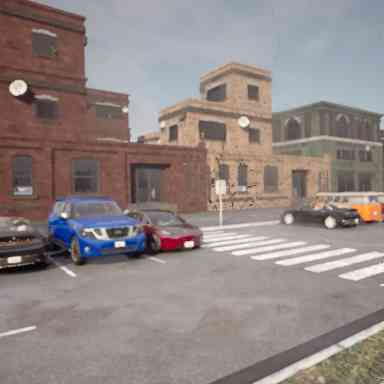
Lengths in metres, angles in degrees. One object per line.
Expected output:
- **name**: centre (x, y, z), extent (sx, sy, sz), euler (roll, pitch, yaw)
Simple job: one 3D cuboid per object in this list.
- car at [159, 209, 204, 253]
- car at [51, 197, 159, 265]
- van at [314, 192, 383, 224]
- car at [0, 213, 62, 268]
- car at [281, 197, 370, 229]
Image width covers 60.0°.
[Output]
- **car**: centre (-1.464, 1.486, 13.882), extent (2.163, 1.488, 4.792), euler (-1, 0, -35)
- **car**: centre (-3.752, 1.242, 12.296), extent (2.435, 2.045, 5.566), euler (-1, 0, -35)
- **van**: centre (9.860, 1.043, 21.931), extent (1.878, 1.987, 4.442), euler (-1, 0, -35)
- **car**: centre (-6.043, 1.531, 10.729), extent (2.231, 1.521, 4.892), euler (-1, 0, -35)
- **car**: centre (7.651, 1.308, 20.244), extent (2.231, 1.521, 4.892), euler (-1, 0, -35)
